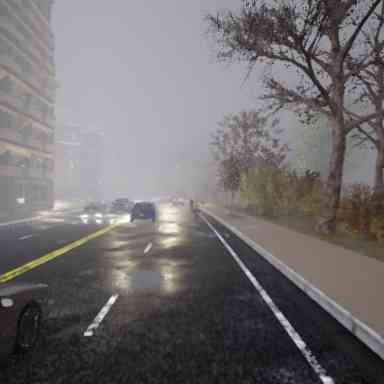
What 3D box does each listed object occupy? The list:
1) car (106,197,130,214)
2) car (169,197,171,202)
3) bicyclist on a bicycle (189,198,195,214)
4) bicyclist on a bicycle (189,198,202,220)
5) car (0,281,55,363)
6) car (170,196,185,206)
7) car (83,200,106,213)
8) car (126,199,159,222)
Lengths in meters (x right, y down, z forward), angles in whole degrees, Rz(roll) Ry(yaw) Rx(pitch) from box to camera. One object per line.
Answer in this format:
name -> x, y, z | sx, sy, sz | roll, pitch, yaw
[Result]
car -> -7.604, 1.380, 36.177 | 2.097, 1.767, 4.553 | 0, 0, -3
car -> -4.003, 1.548, 73.650 | 1.812, 1.442, 4.674 | 0, 0, -6
bicyclist on a bicycle -> -0.024, 1.468, 34.622 | 0.582, 1.620, 1.656 | 0, 0, -3
bicyclist on a bicycle -> 0.363, 1.448, 25.891 | 0.866, 1.612, 1.509 | 0, 0, -2
car -> -3.169, 1.554, 3.021 | 2.033, 1.411, 5.357 | 0, 0, 0
car -> -2.275, 1.624, 55.763 | 1.895, 1.301, 4.718 | 0, 0, -4
car -> -10.951, 1.636, 37.972 | 1.895, 1.301, 4.718 | 0, 0, -3
car -> -3.708, 1.495, 26.468 | 1.882, 1.535, 5.008 | 0, 0, -2
